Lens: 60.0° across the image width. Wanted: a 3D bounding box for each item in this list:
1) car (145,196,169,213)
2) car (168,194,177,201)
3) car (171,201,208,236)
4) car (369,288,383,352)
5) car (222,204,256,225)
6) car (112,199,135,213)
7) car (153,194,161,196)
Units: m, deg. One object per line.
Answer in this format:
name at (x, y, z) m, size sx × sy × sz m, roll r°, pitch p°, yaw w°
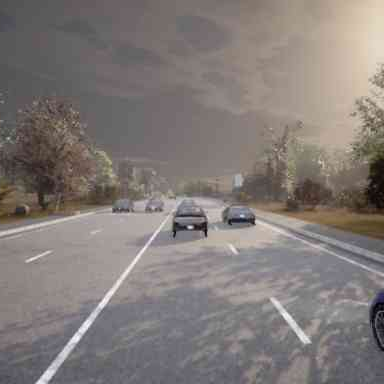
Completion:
car at (-4.069, 1.499, 36.988) m, size 2.128 × 1.511 × 4.902 m, roll 0°, pitch 0°, yaw -1°
car at (-4.559, 1.176, 77.247) m, size 1.882 × 1.535 × 5.008 m, roll 0°, pitch 0°, yaw -1°
car at (-0.114, 1.494, 18.530) m, size 2.128 × 1.511 × 4.902 m, roll 0°, pitch 0°, yaw -1°
car at (3.559, 1.523, 3.027) m, size 1.812 × 1.442 × 4.674 m, roll 0°, pitch 0°, yaw 0°
car at (3.309, 1.565, 24.134) m, size 1.994 × 1.385 × 4.181 m, roll 0°, pitch 0°, yaw -1°
car at (-7.569, 1.515, 36.973) m, size 1.837 × 1.490 × 4.892 m, roll 0°, pitch 0°, yaw -1°
car at (-8.058, 1.253, 77.196) m, size 1.994 × 1.385 × 4.181 m, roll 0°, pitch 0°, yaw -1°
